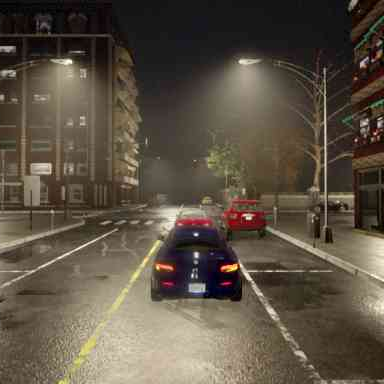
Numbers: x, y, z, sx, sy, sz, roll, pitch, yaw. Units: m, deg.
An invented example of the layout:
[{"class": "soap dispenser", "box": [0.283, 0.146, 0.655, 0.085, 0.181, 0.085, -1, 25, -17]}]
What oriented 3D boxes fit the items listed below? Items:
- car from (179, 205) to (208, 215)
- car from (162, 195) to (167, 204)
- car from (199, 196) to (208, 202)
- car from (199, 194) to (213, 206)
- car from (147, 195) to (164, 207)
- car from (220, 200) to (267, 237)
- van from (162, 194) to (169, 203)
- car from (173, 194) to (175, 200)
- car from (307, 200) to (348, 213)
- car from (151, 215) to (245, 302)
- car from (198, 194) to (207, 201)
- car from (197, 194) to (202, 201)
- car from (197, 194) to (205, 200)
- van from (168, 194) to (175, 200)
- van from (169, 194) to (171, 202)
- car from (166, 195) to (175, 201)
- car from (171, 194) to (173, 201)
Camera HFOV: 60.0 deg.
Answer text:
[{"class": "car", "box": [0.071, 1.608, 17.900, 1.895, 1.301, 4.718, 0, 0, 0]}, {"class": "car", "box": [-5.768, 1.616, 56.113, 1.802, 1.307, 4.206, 1, 0, 0]}, {"class": "car", "box": [2.576, 1.622, 78.274, 1.947, 1.339, 4.313, 1, 0, 0]}, {"class": "car", "box": [2.613, 1.560, 56.291, 1.752, 1.417, 4.829, 1, 0, 0]}, {"class": "car", "box": [-5.759, 1.612, 50.576, 1.802, 1.307, 4.206, 1, 0, 0]}, {"class": "car", "box": [2.679, 1.322, 18.091, 2.192, 1.841, 5.009, 1, 0, 0]}, {"class": "van", "box": [-5.772, 1.380, 61.652, 1.690, 1.788, 3.998, 1, 0, 0]}, {"class": "car", "box": [-5.803, 1.606, 78.268, 2.008, 1.369, 4.403, 1, 0, 0]}, {"class": "car", "box": [15.153, 1.607, 37.144, 4.313, 1.339, 1.947, 0, -1, 0]}, {"class": "car", "box": [0.088, 1.528, 8.157, 1.812, 1.442, 4.674, 0, 0, 0]}, {"class": "car", "box": [2.572, 1.377, 83.812, 2.192, 1.841, 5.009, 1, 0, 0]}, {"class": "car", "box": [2.586, 1.601, 72.735, 2.008, 1.369, 4.403, 1, 0, 0]}, {"class": "car", "box": [2.554, 1.391, 94.887, 2.192, 1.841, 5.009, 1, 0, 0]}, {"class": "van", "box": [-5.826, 1.417, 94.884, 1.690, 1.788, 3.998, 1, 0, 0]}, {"class": "van", "box": [-5.781, 1.385, 67.191, 1.690, 1.788, 3.998, 1, 0, 0]}, {"class": "car", "box": [-5.821, 1.620, 89.346, 2.008, 1.369, 4.403, 1, 0, 0]}, {"class": "car", "box": [-5.794, 1.632, 72.730, 1.802, 1.307, 4.206, 1, 0, 0]}]
